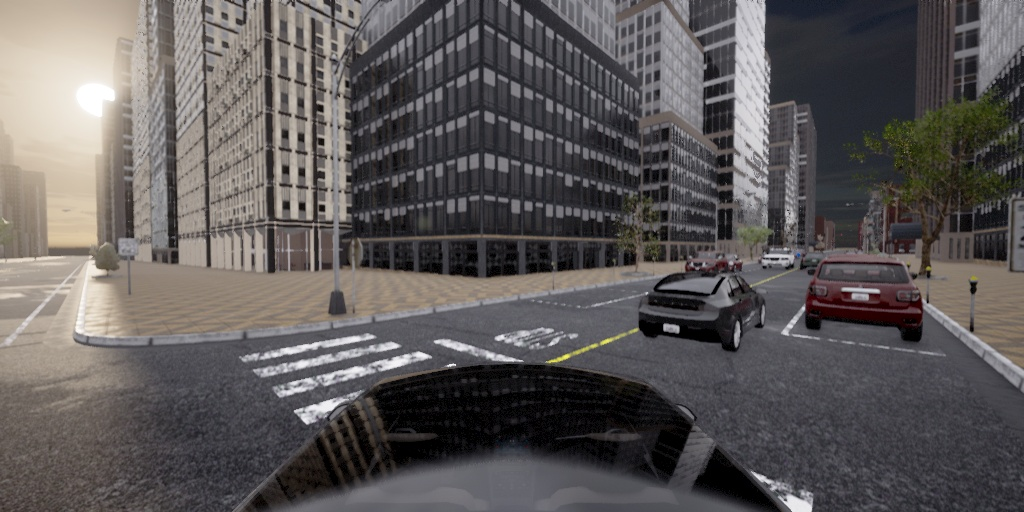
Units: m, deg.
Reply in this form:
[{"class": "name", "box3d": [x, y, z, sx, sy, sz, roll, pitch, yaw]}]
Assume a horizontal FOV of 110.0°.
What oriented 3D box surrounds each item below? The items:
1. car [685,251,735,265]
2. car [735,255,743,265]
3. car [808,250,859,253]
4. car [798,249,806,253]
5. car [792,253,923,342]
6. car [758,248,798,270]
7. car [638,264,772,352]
[{"class": "car", "box3d": [14.779, 0.523, 27.083, 2.192, 1.841, 5.009, 0, 0, 43]}, {"class": "car", "box3d": [18.596, 0.559, 31.123, 1.967, 1.591, 4.097, 0, 0, 43]}, {"class": "car", "box3d": [12.885, 0.828, 13.585, 2.192, 1.841, 5.009, 0, 0, 43]}, {"class": "car", "box3d": [29.580, 0.395, 34.885, 2.097, 1.767, 4.553, 1, 2, 44]}, {"class": "car", "box3d": [9.139, 0.919, 9.480, 2.192, 1.841, 5.009, 0, 0, 43]}, {"class": "car", "box3d": [26.911, 0.233, 36.164, 2.150, 2.045, 5.566, 1, 2, 43]}, {"class": "car", "box3d": [4.758, 1.123, 8.723, 1.837, 1.490, 4.892, 1, 2, 43]}]
